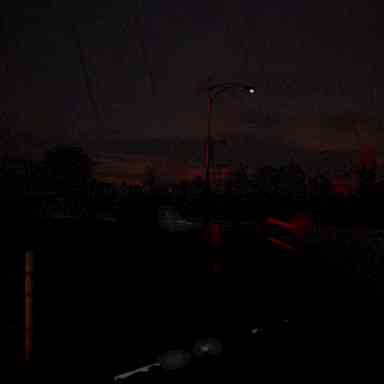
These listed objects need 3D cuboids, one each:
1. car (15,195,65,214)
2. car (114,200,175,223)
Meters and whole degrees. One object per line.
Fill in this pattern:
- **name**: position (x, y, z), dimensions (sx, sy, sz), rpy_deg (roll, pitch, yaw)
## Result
- **car**: position (-12.979, 1.021, 28.397), dimensions (5.008, 1.535, 1.882), rpy_deg (1, 0, 32)
- **car**: position (-3.229, 1.259, 22.552), dimensions (4.181, 1.385, 1.994), rpy_deg (1, 0, 30)
